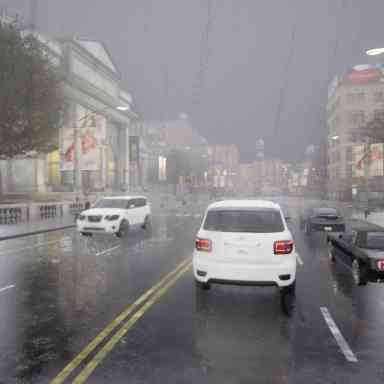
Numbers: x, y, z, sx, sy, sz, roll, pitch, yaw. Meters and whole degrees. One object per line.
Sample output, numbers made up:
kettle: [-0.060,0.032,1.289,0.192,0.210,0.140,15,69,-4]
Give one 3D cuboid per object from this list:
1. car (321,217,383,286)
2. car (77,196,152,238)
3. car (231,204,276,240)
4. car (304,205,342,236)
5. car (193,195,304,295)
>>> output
car: [5.112,1.601,9.209,1.895,1.301,4.718,0,0,11]
car: [-3.931,1.223,18.010,2.150,2.045,5.566,0,0,13]
car: [3.437,1.492,18.306,2.128,1.511,4.902,0,0,12]
car: [7.019,1.505,18.252,1.837,1.490,4.892,0,0,12]
car: [1.471,1.221,9.001,2.150,2.045,5.566,0,0,11]
